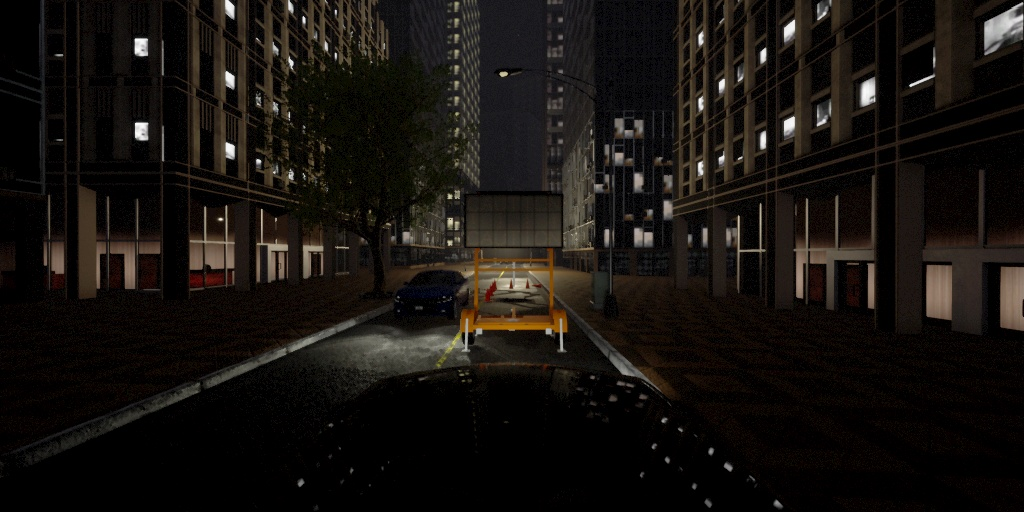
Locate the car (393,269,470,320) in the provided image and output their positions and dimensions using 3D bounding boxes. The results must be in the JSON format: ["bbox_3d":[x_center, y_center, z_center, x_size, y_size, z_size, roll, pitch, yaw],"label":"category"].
[{"bbox_3d":[-2.680,1.227,12.871,1.882,1.535,5.008,0,0,0],"label":"car"}]

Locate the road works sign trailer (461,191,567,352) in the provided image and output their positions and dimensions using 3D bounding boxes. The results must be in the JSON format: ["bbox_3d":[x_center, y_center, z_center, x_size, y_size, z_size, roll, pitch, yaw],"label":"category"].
[{"bbox_3d":[0.047,0.214,8.878,2.380,3.560,2.880,0,0,0],"label":"road works sign trailer"}]
